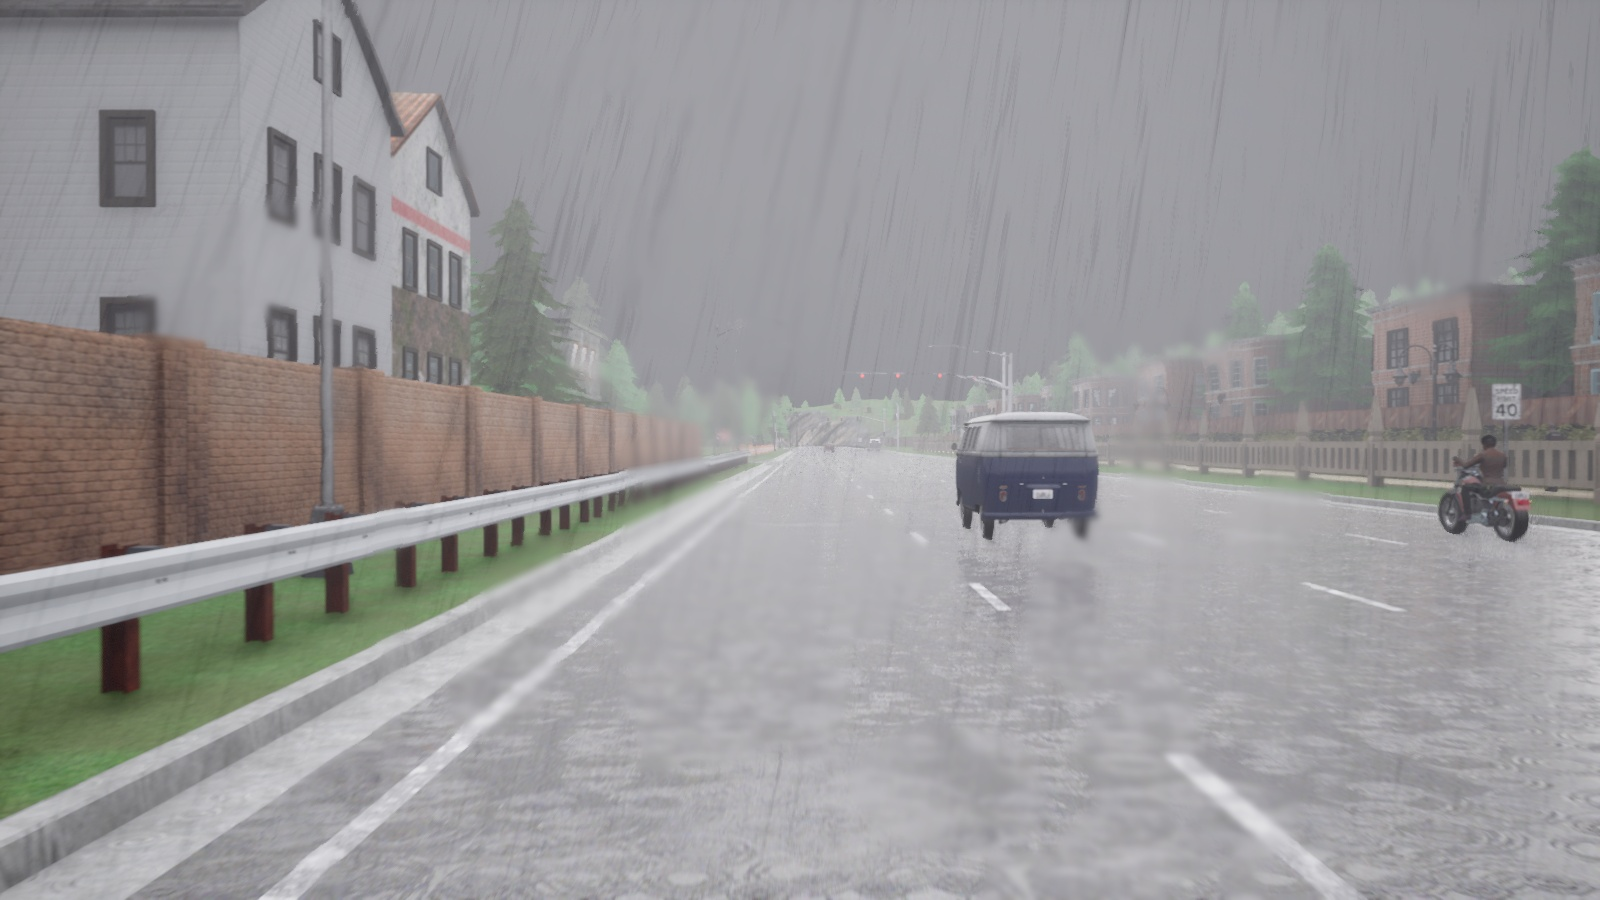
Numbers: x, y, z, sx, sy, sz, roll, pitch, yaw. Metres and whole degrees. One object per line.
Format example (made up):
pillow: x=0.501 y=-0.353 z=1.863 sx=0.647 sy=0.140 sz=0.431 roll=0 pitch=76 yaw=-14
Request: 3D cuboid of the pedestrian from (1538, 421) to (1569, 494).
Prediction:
pedestrian: x=19.347 y=0.189 z=32.255 sx=0.376 sy=1.854 sz=0.720 roll=0 pitch=0 yaw=0

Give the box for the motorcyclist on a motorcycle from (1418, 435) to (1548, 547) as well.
motorcyclist on a motorcycle: x=10.627 y=0.594 z=19.665 sx=0.766 sy=1.649 sz=2.350 roll=0 pitch=0 yaw=0

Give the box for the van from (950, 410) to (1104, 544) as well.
van: x=3.634 y=0.384 z=20.849 sx=1.775 sy=1.987 sz=4.442 roll=0 pitch=0 yaw=0
